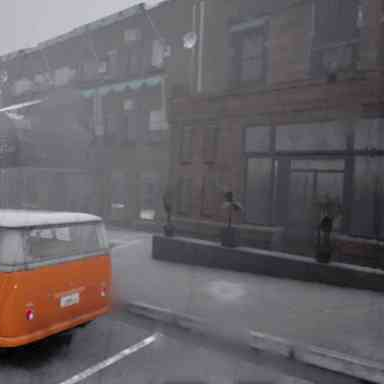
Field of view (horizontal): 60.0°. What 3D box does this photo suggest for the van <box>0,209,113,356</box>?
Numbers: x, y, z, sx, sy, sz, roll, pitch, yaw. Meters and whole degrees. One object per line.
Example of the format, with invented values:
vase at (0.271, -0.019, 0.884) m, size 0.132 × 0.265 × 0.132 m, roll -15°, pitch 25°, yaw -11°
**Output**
van at (-3.521, 1.306, 6.040) m, size 4.442 × 1.987 × 1.878 m, roll -1°, pitch 0°, yaw 35°
